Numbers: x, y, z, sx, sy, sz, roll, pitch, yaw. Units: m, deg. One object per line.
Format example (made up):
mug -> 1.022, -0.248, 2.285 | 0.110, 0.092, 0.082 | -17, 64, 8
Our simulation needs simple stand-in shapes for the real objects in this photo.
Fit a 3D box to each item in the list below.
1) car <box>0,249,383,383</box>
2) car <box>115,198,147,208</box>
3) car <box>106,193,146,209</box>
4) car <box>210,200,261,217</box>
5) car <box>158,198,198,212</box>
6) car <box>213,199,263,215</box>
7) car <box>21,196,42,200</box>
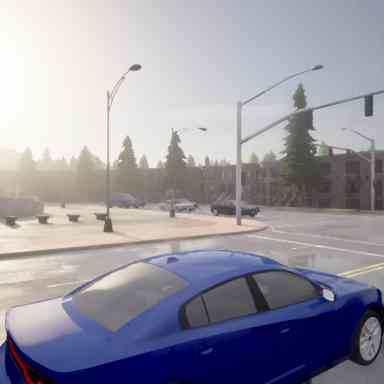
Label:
car -> 0.462, 1.478, 4.126 | 5.008, 1.535, 1.882 | 0, 0, -35
car -> -9.102, 1.601, 49.599 | 4.718, 1.301, 1.895 | 0, 0, 34
car -> -9.472, 1.221, 45.603 | 5.566, 2.045, 2.150 | 0, 0, 36
car -> 3.772, 1.478, 30.569 | 1.882, 1.535, 5.008 | 0, 0, -36
car -> -1.827, 1.601, 38.048 | 1.895, 1.301, 4.718 | 0, 0, -39
car -> 4.734, 1.547, 35.216 | 2.033, 1.411, 5.357 | 0, 0, -36
car -> -29.909, 1.505, 60.665 | 4.892, 1.490, 1.837 | 0, 0, 5
